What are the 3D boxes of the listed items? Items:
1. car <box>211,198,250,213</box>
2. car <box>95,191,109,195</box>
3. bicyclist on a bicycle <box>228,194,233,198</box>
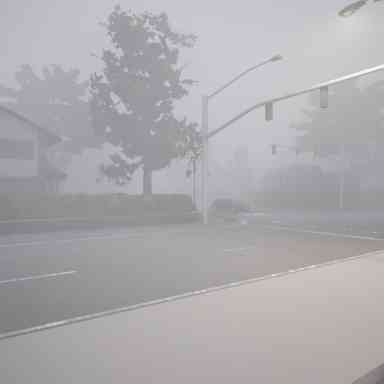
[{"bbox_3d":[4.100,1.416,35.764,1.837,1.490,4.892,0,0,-36],"label":"car"},{"bbox_3d":[-20.439,0.855,75.225,2.150,2.045,5.566,0,0,-36],"label":"car"},{"bbox_3d":[5.873,1.176,51.054,1.656,1.620,0.582,0,0,-36],"label":"bicyclist on a bicycle"}]
